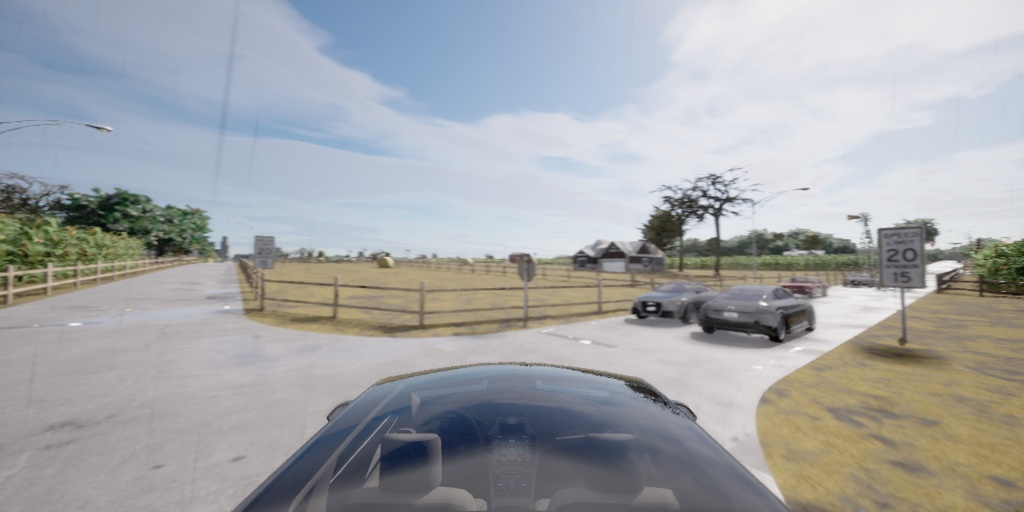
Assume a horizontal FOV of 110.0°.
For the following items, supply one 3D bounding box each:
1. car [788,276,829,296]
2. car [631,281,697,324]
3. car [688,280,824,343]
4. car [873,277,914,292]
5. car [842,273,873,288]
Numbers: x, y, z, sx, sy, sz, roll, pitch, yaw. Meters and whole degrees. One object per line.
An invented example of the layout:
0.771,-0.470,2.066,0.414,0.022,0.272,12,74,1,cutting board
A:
18.686,1.993,23.097,4.718,1.301,1.895,1,-3,-38,car
6.363,1.661,13.499,4.181,1.385,1.994,1,-3,-37,car
7.327,1.554,10.650,4.181,1.385,1.994,1,-3,-38,car
31.403,2.089,29.347,4.674,1.442,1.812,1,-3,-38,car
33.411,2.344,34.437,4.181,1.385,1.994,1,-3,-38,car
